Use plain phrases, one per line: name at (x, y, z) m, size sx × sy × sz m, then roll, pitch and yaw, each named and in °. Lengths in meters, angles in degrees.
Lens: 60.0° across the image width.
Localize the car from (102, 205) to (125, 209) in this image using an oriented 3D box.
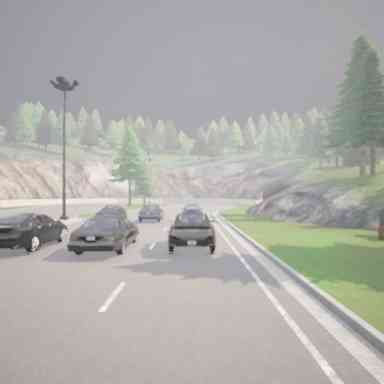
car at (-6.989, 1.838, 29.332) m, size 1.994 × 1.385 × 4.181 m, roll 0°, pitch 0°, yaw 0°

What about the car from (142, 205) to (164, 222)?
car at (-3.497, 1.818, 28.990) m, size 2.033 × 1.411 × 5.357 m, roll 0°, pitch -1°, yaw 0°

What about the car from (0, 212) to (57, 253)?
car at (-6.996, 1.641, 14.302) m, size 1.837 × 1.490 × 4.892 m, roll 0°, pitch 0°, yaw 0°

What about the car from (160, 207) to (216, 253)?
car at (0.003, 1.626, 14.291) m, size 2.128 × 1.511 × 4.902 m, roll 0°, pitch 0°, yaw 0°

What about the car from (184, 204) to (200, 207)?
car at (0.010, 1.800, 29.397) m, size 1.812 × 1.442 × 4.674 m, roll 0°, pitch 0°, yaw 0°

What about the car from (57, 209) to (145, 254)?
car at (-3.499, 1.678, 13.990) m, size 2.033 × 1.411 × 5.357 m, roll 0°, pitch -1°, yaw 0°
